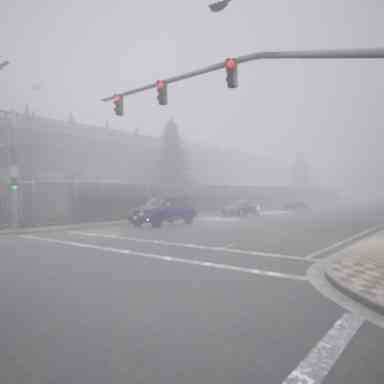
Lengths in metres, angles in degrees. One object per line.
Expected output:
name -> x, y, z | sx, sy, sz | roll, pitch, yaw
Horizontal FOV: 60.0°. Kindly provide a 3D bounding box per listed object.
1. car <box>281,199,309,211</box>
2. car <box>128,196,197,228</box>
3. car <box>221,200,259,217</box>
car -> 13.087, 1.608, 42.144 | 1.895, 1.301, 4.718 | -1, 0, 39
car -> -1.939, 1.320, 23.661 | 2.150, 2.045, 5.566 | -1, 0, 39
car -> 4.690, 1.562, 31.826 | 1.837, 1.490, 4.892 | -1, 0, 39
